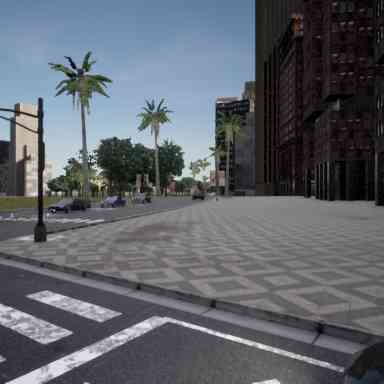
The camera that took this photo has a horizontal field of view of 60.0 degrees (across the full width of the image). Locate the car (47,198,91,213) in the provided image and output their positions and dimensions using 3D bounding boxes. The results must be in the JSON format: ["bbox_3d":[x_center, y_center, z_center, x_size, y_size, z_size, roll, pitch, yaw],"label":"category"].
[{"bbox_3d":[-12.435,1.363,34.170,2.033,1.411,5.357,0,0,14],"label":"car"}]

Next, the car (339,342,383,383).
[{"bbox_3d":[3.208,1.505,1.422,4.892,1.490,1.837,0,0,34],"label":"car"}]

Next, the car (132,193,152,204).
[{"bbox_3d":[-8.088,0.995,53.645,2.097,1.767,4.553,0,1,11],"label":"car"}]

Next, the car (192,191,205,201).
[{"bbox_3d":[1.451,0.709,69.310,2.150,2.045,5.566,0,1,9],"label":"car"}]

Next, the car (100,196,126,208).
[{"bbox_3d":[-10.213,1.260,43.564,1.812,1.442,4.674,0,1,13],"label":"car"}]
